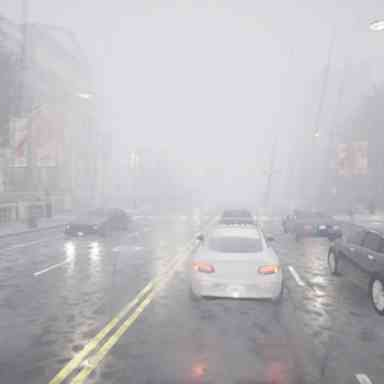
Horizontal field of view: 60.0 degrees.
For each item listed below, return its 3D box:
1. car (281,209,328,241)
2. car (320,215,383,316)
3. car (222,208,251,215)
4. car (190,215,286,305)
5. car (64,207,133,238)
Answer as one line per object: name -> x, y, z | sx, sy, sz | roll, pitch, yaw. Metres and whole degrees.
car -> 5.777, 1.547, 16.620 | 2.033, 1.411, 5.357 | 0, 0, 6
car -> 4.477, 1.505, 7.350 | 1.837, 1.490, 4.892 | 0, 0, 7
car -> 2.341, 1.547, 17.515 | 2.033, 1.411, 5.357 | 0, 0, 8
car -> 1.043, 1.526, 8.059 | 1.812, 1.442, 4.674 | 0, 0, 7
car -> -4.775, 1.547, 18.029 | 2.033, 1.411, 5.357 | 0, 0, 8
